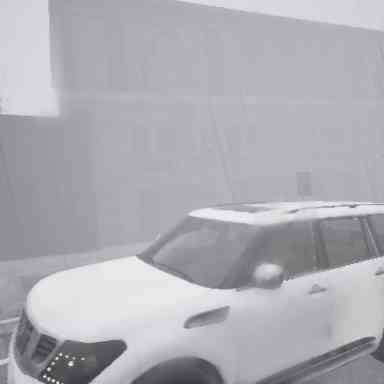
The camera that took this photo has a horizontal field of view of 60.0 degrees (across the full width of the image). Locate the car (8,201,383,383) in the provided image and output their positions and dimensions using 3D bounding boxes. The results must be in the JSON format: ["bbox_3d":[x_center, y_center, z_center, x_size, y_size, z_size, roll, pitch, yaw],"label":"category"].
[{"bbox_3d":[0.812,1.175,4.258,5.566,2.045,2.150,0,1,-30],"label":"car"}]
